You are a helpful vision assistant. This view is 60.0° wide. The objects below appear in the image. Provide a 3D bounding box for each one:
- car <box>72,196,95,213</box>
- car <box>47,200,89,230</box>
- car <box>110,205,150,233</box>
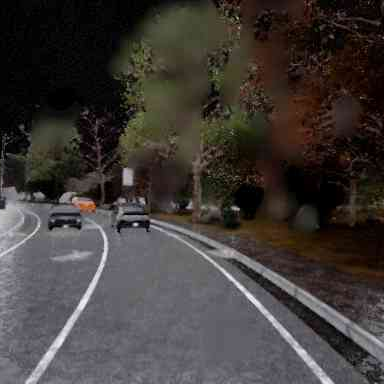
[{"bbox_3d":[-12.003,1.257,35.751,2.097,1.767,4.553,3,-1,-34],"label":"car"},{"bbox_3d":[-7.792,1.459,20.513,2.033,1.411,5.357,2,0,-21],"label":"car"},{"bbox_3d":[-3.781,1.510,19.937,2.128,1.511,4.902,2,0,-19],"label":"car"}]
